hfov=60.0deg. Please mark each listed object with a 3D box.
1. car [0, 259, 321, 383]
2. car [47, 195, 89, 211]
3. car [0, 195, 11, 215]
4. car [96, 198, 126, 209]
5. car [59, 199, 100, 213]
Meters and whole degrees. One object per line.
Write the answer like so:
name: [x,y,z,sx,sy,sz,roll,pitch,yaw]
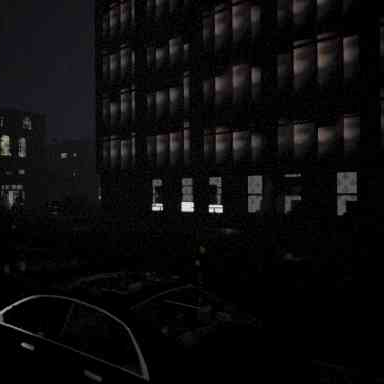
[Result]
car: [-0.971,1.553,3.570,4.403,1.369,2.008,0,0,35]
car: [-15.590,1.390,42.485,2.150,2.045,5.566,0,-1,37]
car: [-21.707,1.339,34.183,2.150,2.045,5.566,0,-1,36]
car: [-12.424,1.669,51.185,1.967,1.590,4.097,-1,-1,36]
car: [-12.201,1.704,37.279,1.802,1.307,4.206,-1,-1,36]
